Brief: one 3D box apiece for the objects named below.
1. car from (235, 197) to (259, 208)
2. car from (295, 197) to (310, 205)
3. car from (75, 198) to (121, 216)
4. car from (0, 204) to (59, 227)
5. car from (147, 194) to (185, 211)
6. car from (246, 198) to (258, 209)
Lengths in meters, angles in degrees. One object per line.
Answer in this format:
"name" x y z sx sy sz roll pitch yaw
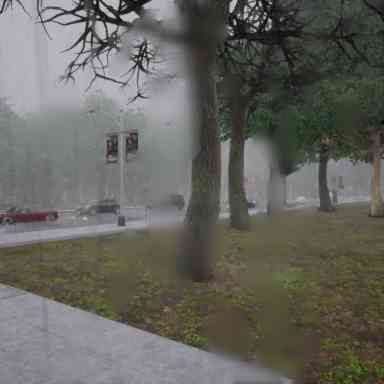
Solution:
"car" 8.671 1.607 51.938 1.812 1.442 4.674 0 0 36
"car" 21.179 1.644 63.858 1.812 1.442 4.674 0 0 37
"car" -9.222 1.383 32.800 2.097 1.767 4.553 0 0 35
"car" -11.828 1.622 23.215 1.895 1.301 4.718 0 0 36
"car" -3.110 1.270 41.363 2.150 2.045 5.566 0 0 35
"car" 6.787 1.618 43.703 2.033 1.411 5.357 0 0 36
